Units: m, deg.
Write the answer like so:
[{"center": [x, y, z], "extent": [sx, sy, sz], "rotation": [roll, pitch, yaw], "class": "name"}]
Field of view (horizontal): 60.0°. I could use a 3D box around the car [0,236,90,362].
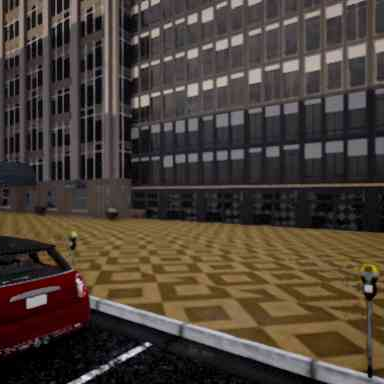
[{"center": [-3.586, 1.439, 5.436], "extent": [4.097, 1.590, 1.967], "rotation": [0, 0, 35], "class": "car"}]
